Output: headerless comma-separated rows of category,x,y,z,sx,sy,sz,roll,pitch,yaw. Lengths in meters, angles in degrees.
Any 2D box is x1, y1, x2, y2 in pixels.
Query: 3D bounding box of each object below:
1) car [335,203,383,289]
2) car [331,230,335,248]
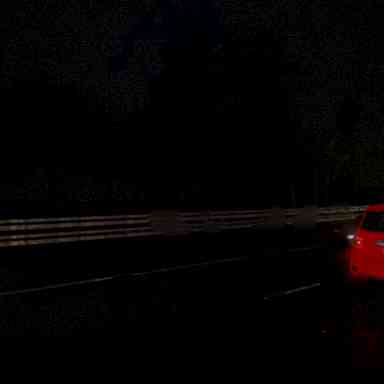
car,6.101,1.275,8.092,5.566,2.045,2.150,0,0,-35
car,7.500,1.637,13.386,4.181,1.385,1.994,0,0,-35
